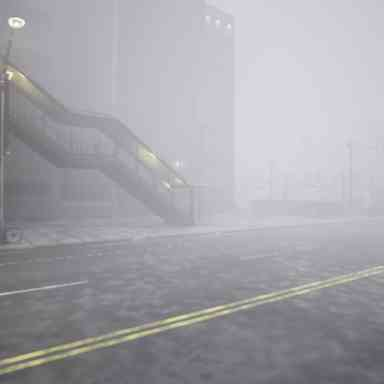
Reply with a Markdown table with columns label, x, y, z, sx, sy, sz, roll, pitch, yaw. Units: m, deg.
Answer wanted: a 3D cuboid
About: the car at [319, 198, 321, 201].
| label | x | y | z | sx | sy | sz | roll | pitch | yaw |
| --- | --- | --- | --- | --- | --- | --- | --- | --- | --- |
| car | 29.211 | 2.079 | 76.204 | 3.806 | 1.475 | 1.970 | 1 | 0 | -36 |
